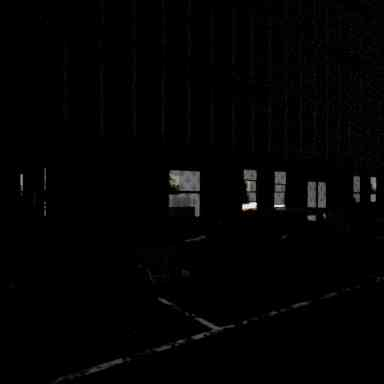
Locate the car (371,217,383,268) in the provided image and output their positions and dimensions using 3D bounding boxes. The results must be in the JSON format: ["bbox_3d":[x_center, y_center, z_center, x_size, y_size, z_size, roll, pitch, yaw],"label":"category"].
[{"bbox_3d":[6.452,1.558,11.316,4.313,1.339,1.947,0,0,-35],"label":"car"}]

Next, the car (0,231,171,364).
[{"bbox_3d":[-2.610,1.440,4.872,4.097,1.590,1.967,0,0,-35],"label":"car"}]

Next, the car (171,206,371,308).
[{"bbox_3d":[1.920,1.313,8.093,5.009,1.841,2.192,0,0,-35],"label":"car"}]
